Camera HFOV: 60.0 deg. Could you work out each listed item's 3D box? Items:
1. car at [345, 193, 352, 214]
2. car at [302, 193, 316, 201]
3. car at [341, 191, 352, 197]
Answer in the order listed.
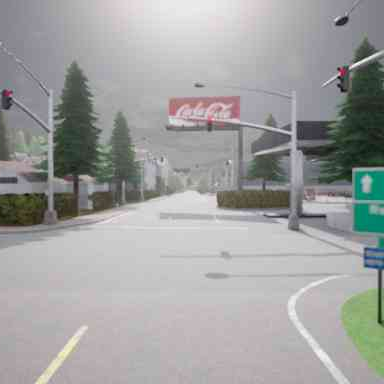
[{"bbox_3d":[14.401,1.249,25.740,3.866,1.878,1.905,0,1,0],"label":"car"},{"bbox_3d":[22.587,0.912,64.795,1.970,1.475,3.806,0,1,0],"label":"car"},{"bbox_3d":[35.001,0.773,72.569,2.007,1.523,4.514,0,1,0],"label":"car"}]
